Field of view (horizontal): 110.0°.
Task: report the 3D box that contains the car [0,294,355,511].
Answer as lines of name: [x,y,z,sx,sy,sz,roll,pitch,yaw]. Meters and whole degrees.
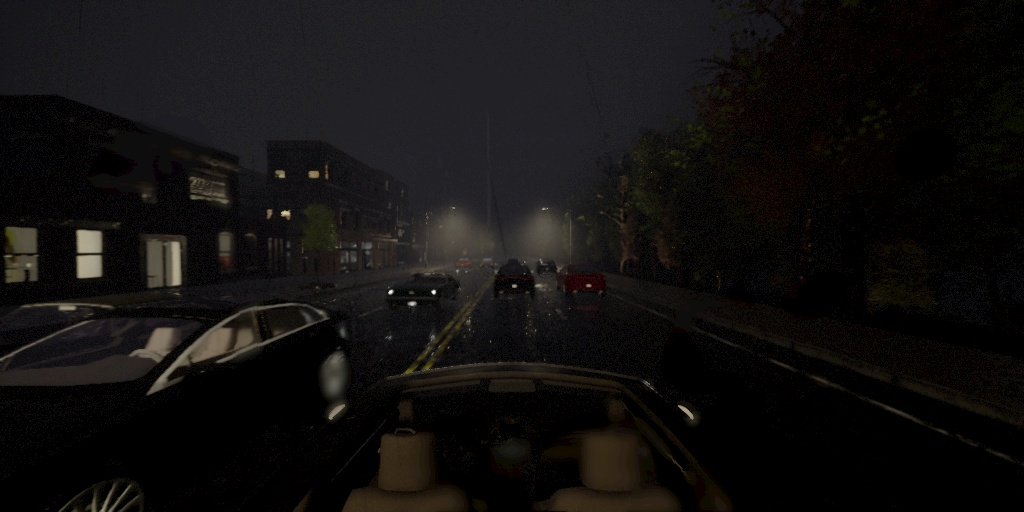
car: [-3.338,1.229,3.572,2.128,1.511,4.902,0,0,0]

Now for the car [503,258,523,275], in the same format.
car: [0.111,1.005,36.316,1.837,1.490,4.892,0,1,0]

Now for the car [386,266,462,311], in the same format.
car: [-3.292,1.262,14.079,1.895,1.301,4.718,0,0,1]

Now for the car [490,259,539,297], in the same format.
car: [0.113,1.111,17.945,1.882,1.535,5.008,0,1,0]

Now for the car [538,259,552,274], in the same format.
car: [3.356,0.991,36.068,2.128,1.511,4.902,0,1,0]

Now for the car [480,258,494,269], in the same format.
car: [-3.275,0.953,48.736,2.033,1.411,5.357,0,0,1]

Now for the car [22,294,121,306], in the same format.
car: [-6.587,1.325,5.447,1.895,1.301,4.718,0,0,0]

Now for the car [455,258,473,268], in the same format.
car: [-6.527,0.968,49.002,1.994,1.385,4.181,0,0,1]

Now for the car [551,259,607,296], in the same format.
car: [3.362,1.109,18.186,1.882,1.535,5.008,0,1,0]
